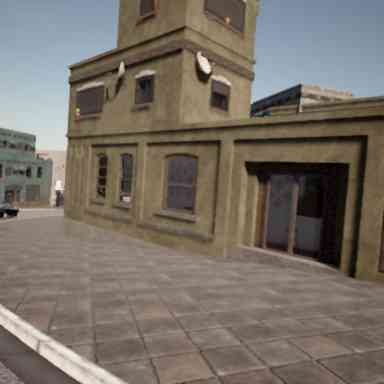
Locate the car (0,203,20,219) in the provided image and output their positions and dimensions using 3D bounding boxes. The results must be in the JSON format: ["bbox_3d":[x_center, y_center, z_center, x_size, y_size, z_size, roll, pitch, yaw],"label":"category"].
[{"bbox_3d":[-19.742,1.961,34.824,1.882,1.535,5.008,4,-2,-6],"label":"car"}]
